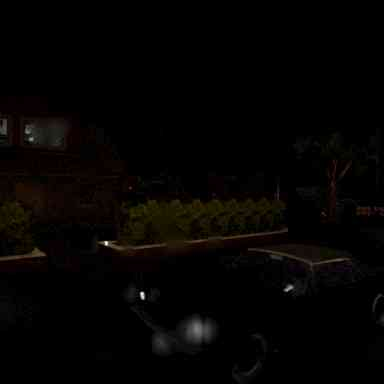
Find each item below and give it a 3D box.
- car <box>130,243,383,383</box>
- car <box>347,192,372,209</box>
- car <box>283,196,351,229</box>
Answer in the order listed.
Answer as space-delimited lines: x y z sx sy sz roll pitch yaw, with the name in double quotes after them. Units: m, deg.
1.465 1.601 5.432 4.718 1.301 1.895 0 0 -33 "car"
17.447 0.985 36.215 3.866 1.878 1.905 0 0 0 "car"
7.613 1.352 22.058 2.097 1.767 4.553 0 0 -36 "car"
